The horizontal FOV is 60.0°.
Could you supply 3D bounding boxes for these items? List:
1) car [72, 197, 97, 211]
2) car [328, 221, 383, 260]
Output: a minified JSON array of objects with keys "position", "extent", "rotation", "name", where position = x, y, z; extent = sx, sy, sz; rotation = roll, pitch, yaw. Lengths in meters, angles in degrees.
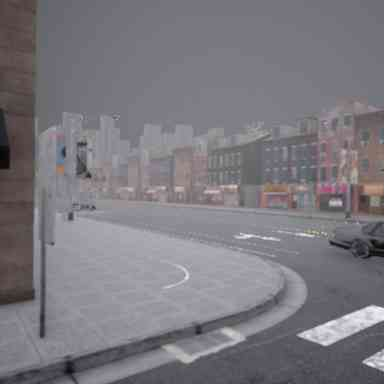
[{"position":[-12.471,1.328,38.134],"extent":[1.837,1.490,4.892],"rotation":[1,0,-36],"name":"car"},{"position":[7.232,1.637,10.768],"extent":[2.033,1.411,5.357],"rotation":[1,0,-36],"name":"car"}]
